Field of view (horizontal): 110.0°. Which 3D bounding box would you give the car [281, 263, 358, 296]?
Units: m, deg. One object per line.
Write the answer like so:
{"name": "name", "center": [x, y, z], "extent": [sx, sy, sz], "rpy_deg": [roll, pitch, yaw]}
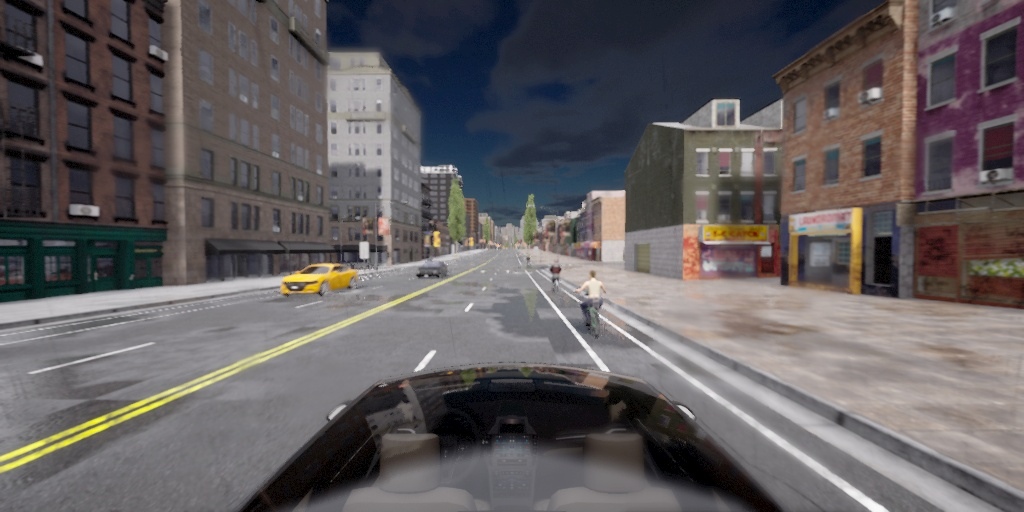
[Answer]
{"name": "car", "center": [-9.855, 1.145, 18.751], "extent": [1.882, 1.535, 5.008], "rpy_deg": [0, 0, 0]}

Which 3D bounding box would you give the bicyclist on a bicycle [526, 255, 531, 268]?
{"name": "bicyclist on a bicycle", "center": [2.184, 0.693, 47.999], "extent": [0.659, 1.776, 1.843], "rpy_deg": [-1, 4, 0]}

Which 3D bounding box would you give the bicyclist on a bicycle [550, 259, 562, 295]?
{"name": "bicyclist on a bicycle", "center": [2.203, 1.042, 18.216], "extent": [0.659, 1.776, 1.843], "rpy_deg": [0, 0, 0]}

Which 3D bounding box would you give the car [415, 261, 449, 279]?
{"name": "car", "center": [-6.593, 1.129, 30.251], "extent": [2.033, 1.411, 5.357], "rpy_deg": [0, 0, 0]}

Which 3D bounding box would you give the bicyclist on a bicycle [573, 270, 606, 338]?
{"name": "bicyclist on a bicycle", "center": [2.023, 1.158, 9.101], "extent": [0.866, 1.612, 1.509], "rpy_deg": [0, 0, 0]}
